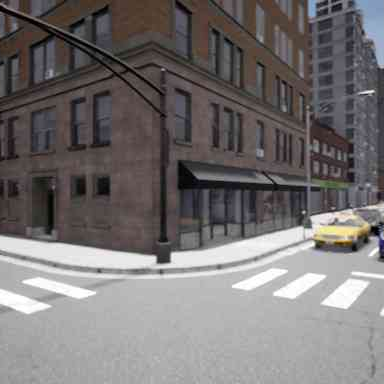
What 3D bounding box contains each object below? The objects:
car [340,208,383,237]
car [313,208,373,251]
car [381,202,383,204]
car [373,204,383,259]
[{"bbox_3d":[10.188,1.685,19.474,1.947,1.339,4.313,0,0,36],"label":"car"},{"bbox_3d":[6.742,1.625,14.778,1.752,1.417,4.829,0,0,36],"label":"car"},{"bbox_3d":[13.433,1.662,23.896,1.752,1.417,4.829,0,0,36],"label":"car"},{"bbox_3d":[8.225,1.426,12.136,2.097,1.767,4.553,-1,-1,36],"label":"car"}]
